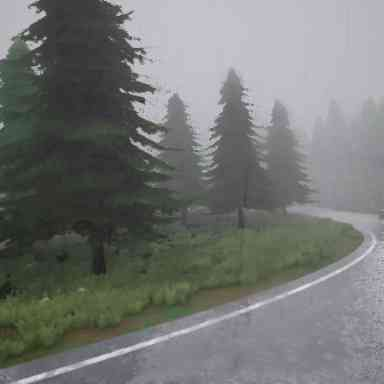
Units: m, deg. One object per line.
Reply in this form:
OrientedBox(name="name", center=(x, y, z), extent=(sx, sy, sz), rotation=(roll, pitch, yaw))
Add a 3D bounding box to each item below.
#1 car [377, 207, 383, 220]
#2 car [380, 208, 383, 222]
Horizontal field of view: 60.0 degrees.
OrientedBox(name="car", center=(18.955, 1.878, 31.216), extent=(1.837, 1.490, 4.892), rotation=(-4, -2, 11))
OrientedBox(name="car", center=(10.633, 1.719, 16.579), extent=(1.812, 1.442, 4.674), rotation=(-2, -2, 28))
